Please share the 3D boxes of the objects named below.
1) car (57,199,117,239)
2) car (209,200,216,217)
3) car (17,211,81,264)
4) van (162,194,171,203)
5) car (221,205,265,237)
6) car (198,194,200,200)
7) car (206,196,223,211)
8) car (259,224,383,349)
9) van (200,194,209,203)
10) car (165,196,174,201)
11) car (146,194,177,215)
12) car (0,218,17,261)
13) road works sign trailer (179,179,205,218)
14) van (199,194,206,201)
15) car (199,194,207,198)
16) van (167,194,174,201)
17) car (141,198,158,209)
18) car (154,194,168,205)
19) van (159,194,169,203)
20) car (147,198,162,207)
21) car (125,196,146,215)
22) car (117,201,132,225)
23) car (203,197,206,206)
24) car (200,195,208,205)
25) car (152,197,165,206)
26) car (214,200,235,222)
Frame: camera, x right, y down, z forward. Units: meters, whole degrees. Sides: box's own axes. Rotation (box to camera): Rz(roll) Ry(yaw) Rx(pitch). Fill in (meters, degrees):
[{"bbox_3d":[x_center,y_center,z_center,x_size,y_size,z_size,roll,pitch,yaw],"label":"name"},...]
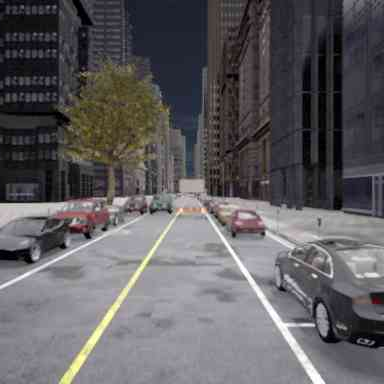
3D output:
[{"bbox_3d":[-5.763,1.322,17.599,2.192,1.841,5.009,0,0,0],"label":"car"},{"bbox_3d":[2.761,1.595,28.962,1.802,1.307,4.206,0,0,0],"label":"car"},{"bbox_3d":[-5.763,1.570,11.922,1.947,1.339,4.313,0,0,0],"label":"car"},{"bbox_3d":[-5.764,1.395,74.374,1.690,1.788,3.998,0,0,0],"label":"van"},{"bbox_3d":[2.762,1.589,17.607,1.802,1.307,4.206,0,0,0],"label":"car"},{"bbox_3d":[2.761,1.598,68.705,2.008,1.369,4.403,0,0,0],"label":"car"},{"bbox_3d":[2.761,1.457,34.640,1.967,1.590,4.097,0,0,0],"label":"car"},{"bbox_3d":[2.762,1.553,6.251,2.008,1.369,4.403,0,0,0],"label":"car"},{"bbox_3d":[2.761,1.395,74.383,1.690,1.788,3.998,0,0,0],"label":"van"},{"bbox_3d":[-5.764,1.649,85.728,1.802,1.307,4.206,0,0,0],"label":"car"},{"bbox_3d":[-3.096,1.240,34.721,2.150,2.045,5.566,0,0,0],"label":"car"},{"bbox_3d":[-5.763,1.318,6.245,2.192,1.841,5.009,0,0,0],"label":"car"},{"bbox_3d":[0.000,0.478,30.696,2.380,3.560,2.880,0,0,0],"label":"road works sign trailer"},{"bbox_3d":[2.761,1.408,85.738,1.690,1.788,3.998,0,0,0],"label":"van"},{"bbox_3d":[2.761,1.477,57.349,1.967,1.590,4.097,0,0,0],"label":"car"},{"bbox_3d":[-5.765,1.416,91.406,1.690,1.788,3.998,0,0,0],"label":"van"},{"bbox_3d":[-5.764,1.552,45.816,1.752,1.417,4.829,0,0,0],"label":"car"},{"bbox_3d":[-5.764,1.357,63.019,2.192,1.841,5.009,0,0,0],"label":"car"},{"bbox_3d":[-5.764,1.389,68.696,1.690,1.788,3.998,0,0,0],"label":"van"},{"bbox_3d":[-5.764,1.614,51.664,1.802,1.307,4.206,0,0,0],"label":"car"},{"bbox_3d":[-5.764,1.332,34.631,2.192,1.841,5.009,0,0,0],"label":"car"},{"bbox_3d":[-5.763,1.561,23.277,2.008,1.369,4.403,0,0,0],"label":"car"},{"bbox_3d":[2.762,1.587,40.317,1.947,1.339,4.313,0,0,0],"label":"car"},{"bbox_3d":[2.761,1.582,51.672,2.008,1.369,4.403,0,0,0],"label":"car"},{"bbox_3d":[-5.764,1.619,57.341,1.802,1.307,4.206,0,0,0],"label":"car"},{"bbox_3d":[2.762,1.535,23.454,1.752,1.417,4.829,0,0,0],"label":"car"}]
